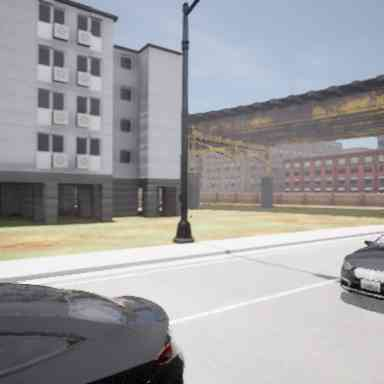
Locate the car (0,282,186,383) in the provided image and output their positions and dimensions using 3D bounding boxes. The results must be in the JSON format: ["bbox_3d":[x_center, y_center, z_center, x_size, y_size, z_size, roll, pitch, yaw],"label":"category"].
[{"bbox_3d":[-2.219,1.521,2.382,4.674,1.442,1.812,1,0,-35],"label":"car"}]

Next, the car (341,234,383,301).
[{"bbox_3d":[5.462,1.569,7.840,4.902,1.511,2.128,1,0,-35],"label":"car"}]
